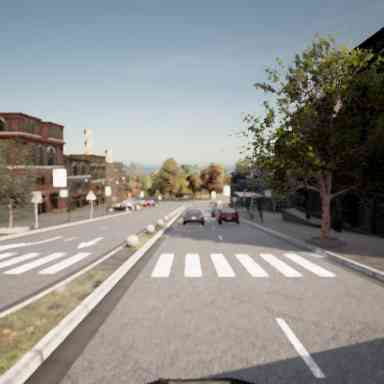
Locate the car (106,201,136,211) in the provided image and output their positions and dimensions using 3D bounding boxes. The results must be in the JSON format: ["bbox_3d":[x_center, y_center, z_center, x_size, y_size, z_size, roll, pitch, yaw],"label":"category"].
[{"bbox_3d":[-13.755,2.943,62.772,4.892,1.521,2.231,0,-1,-20],"label":"car"}]

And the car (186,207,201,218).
[{"bbox_3d":[0.228,2.687,45.115,1.895,1.301,4.718,0,-1,1],"label":"car"}]

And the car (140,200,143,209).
[{"bbox_3d":[-13.940,3.147,71.851,5.366,1.575,1.946,0,-1,-20],"label":"car"}]

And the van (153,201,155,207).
[{"bbox_3d":[-13.619,3.415,93.284,4.442,1.987,1.878,0,-2,-20],"label":"van"}]

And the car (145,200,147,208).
[{"bbox_3d":[-13.725,3.164,78.020,4.553,1.767,2.185,0,-1,-20],"label":"car"}]

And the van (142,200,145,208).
[{"bbox_3d":[-13.654,2.993,75.015,4.442,1.987,1.878,0,-2,-20],"label":"van"}]

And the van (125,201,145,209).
[{"bbox_3d":[-13.858,3.134,81.017,4.442,1.987,1.878,0,-1,-20],"label":"van"}]

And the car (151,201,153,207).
[{"bbox_3d":[-13.765,3.249,87.138,5.566,2.045,2.435,0,-1,-20],"label":"car"}]

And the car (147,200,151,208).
[{"bbox_3d":[-13.737,3.431,84.102,4.892,1.521,2.231,0,-1,-20],"label":"car"}]

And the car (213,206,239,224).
[{"bbox_3d":[3.405,2.261,32.325,1.882,1.535,5.008,0,-1,1],"label":"car"}]

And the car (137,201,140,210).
[{"bbox_3d":[-13.799,3.109,68.856,4.792,1.488,2.163,0,-1,-20],"label":"car"}]

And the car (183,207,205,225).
[{"bbox_3d":[0.182,2.321,31.536,1.994,1.385,4.181,0,-1,1],"label":"car"}]

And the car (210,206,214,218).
[{"bbox_3d":[3.468,2.563,44.218,2.128,1.511,4.902,0,-1,1],"label":"car"}]
